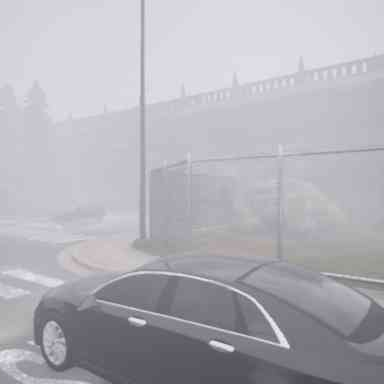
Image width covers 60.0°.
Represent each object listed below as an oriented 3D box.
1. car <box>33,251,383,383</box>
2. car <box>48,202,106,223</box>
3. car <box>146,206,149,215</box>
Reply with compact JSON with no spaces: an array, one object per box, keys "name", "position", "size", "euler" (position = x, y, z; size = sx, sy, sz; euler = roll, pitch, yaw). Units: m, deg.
[{"name":"car","position":[-0.005,1.503,4.010],"size":[4.892,1.490,1.837],"euler":[0,0,36]},{"name":"car","position":[-8.888,1.557,26.161],"size":[1.812,1.442,4.674],"euler":[0,0,36]},{"name":"car","position":[-3.046,1.634,34.295],"size":[1.895,1.301,4.718],"euler":[0,0,36]}]
